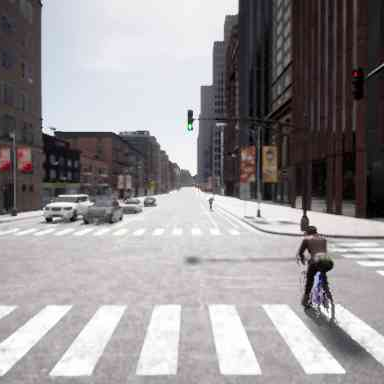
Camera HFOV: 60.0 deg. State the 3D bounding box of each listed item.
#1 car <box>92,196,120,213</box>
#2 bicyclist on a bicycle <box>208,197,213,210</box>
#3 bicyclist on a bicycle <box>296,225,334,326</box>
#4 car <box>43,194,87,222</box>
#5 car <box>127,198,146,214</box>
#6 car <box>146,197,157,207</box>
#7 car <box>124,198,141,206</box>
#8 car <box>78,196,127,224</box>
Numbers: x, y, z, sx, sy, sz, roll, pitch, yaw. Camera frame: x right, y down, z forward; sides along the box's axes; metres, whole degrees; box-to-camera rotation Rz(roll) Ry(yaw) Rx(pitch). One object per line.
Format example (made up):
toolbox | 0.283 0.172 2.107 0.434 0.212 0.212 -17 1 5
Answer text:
car | -9.836 1.360 38.333 2.097 1.767 4.553 0 0 0
bicyclist on a bicycle | 2.258 1.461 40.179 0.582 1.620 1.656 0 0 0
bicyclist on a bicycle | 2.254 1.454 6.119 0.582 1.620 1.656 0 0 0
car | -9.849 1.227 26.814 2.150 2.045 5.566 0 0 0
car | -6.588 1.608 36.105 1.895 1.301 4.718 0 0 1
car | -6.565 1.513 51.799 1.837 1.490 4.892 0 0 0
car | -9.798 1.607 54.737 1.895 1.301 4.718 0 0 1
car | -6.593 1.357 25.056 2.097 1.767 4.553 0 0 0
